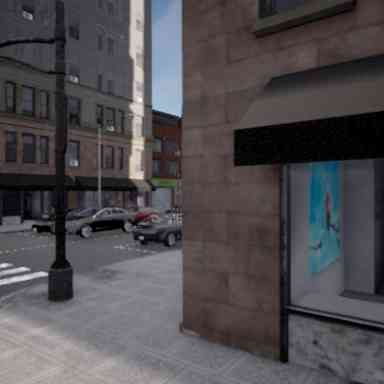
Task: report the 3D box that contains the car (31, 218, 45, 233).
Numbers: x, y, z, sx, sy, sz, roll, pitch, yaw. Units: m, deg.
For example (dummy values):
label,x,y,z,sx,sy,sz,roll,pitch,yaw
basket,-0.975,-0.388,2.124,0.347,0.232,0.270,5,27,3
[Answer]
label,x,y,z,sx,sy,sz,roll,pitch,yaw
car,-7.348,1.691,20.016,1.947,1.339,4.313,0,0,35

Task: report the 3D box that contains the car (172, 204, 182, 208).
label,x,y,z,sx,sy,sz,roll,pitch,yaw
car,0.201,1.599,26.255,1.882,1.535,5.008,0,0,35

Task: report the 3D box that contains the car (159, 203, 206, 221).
label,x,y,z,sx,sy,sz,roll,pitch,yaw
car,-0.765,1.699,29.280,1.947,1.339,4.313,0,0,35

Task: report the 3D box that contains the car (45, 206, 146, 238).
label,x,y,z,sx,sy,sz,roll,pitch,yaw
car,-5.220,1.606,18.632,2.128,1.511,4.902,0,0,35

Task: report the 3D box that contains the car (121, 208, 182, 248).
label,x,y,z,sx,sy,sz,roll,pitch,yaw
car,-0.807,1.642,15.368,2.008,1.369,4.403,0,0,35

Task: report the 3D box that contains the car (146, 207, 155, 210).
label,x,y,z,sx,sy,sz,roll,pitch,yaw
car,-4.057,1.711,24.648,1.802,1.307,4.206,0,0,35
